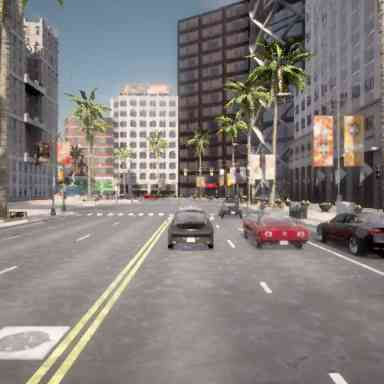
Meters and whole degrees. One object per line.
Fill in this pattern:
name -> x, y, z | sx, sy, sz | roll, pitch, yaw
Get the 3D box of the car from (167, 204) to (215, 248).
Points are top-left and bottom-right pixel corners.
car -> -0.054, 1.513, 14.631 | 1.837, 1.490, 4.892 | 0, 0, 0

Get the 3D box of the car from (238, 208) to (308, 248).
car -> 3.446, 1.613, 14.681 | 1.895, 1.301, 4.718 | 0, 0, 0

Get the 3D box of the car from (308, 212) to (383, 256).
car -> 6.645, 1.509, 13.194 | 2.161, 1.482, 4.786 | 0, 0, -1

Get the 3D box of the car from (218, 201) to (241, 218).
car -> 3.363, 1.530, 29.651 | 1.812, 1.442, 4.674 | 0, 0, 0
